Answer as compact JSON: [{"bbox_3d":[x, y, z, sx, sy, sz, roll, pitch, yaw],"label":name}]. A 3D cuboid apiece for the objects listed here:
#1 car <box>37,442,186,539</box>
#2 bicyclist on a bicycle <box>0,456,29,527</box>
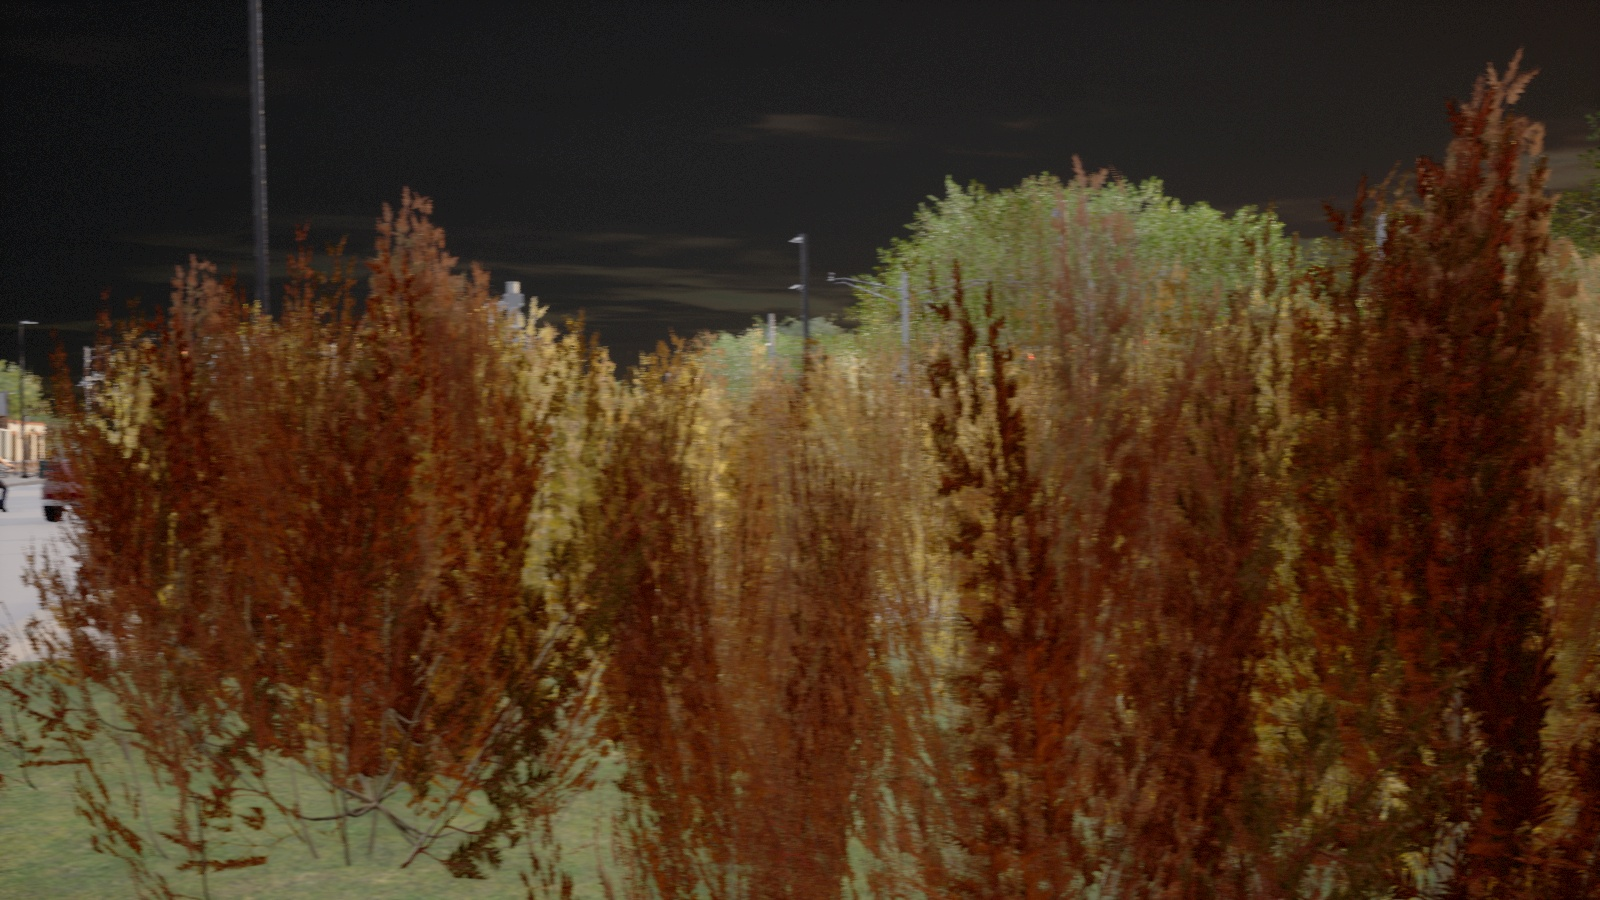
[{"bbox_3d":[-12.565,0.698,23.130,1.789,1.549,3.705,-3,0,-20],"label":"car"},{"bbox_3d":[-18.657,0.977,29.228,0.866,1.612,1.509,-2,-1,-21],"label":"bicyclist on a bicycle"}]
